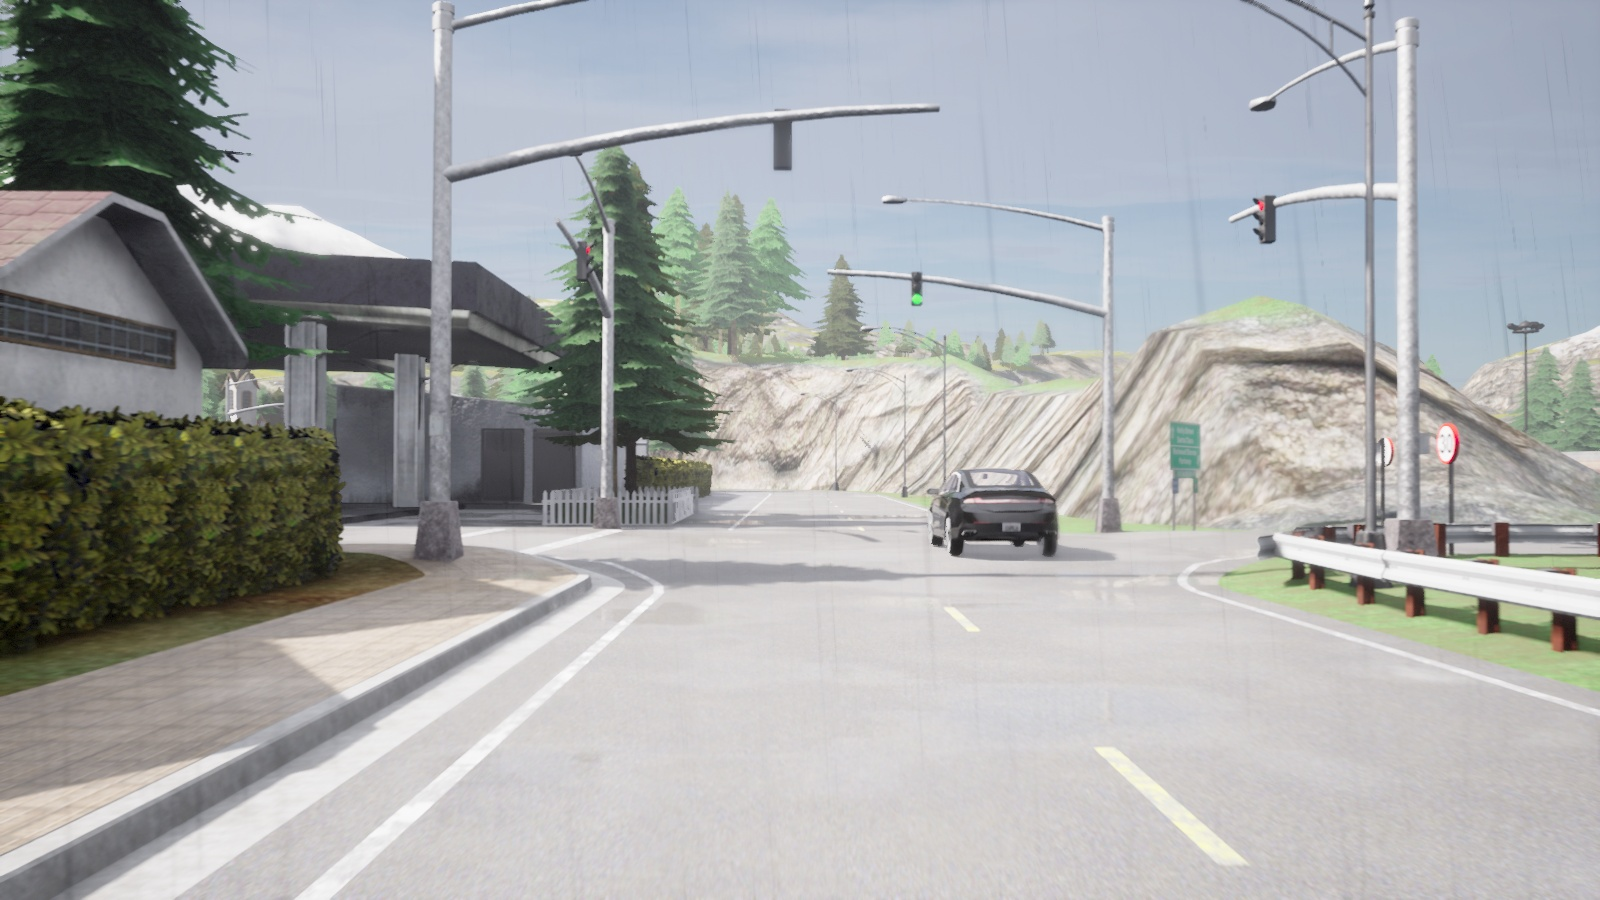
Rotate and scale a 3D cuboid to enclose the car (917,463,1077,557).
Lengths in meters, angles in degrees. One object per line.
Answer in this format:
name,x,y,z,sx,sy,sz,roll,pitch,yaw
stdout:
car,3.447,1.023,22.939,2.128,1.511,4.902,0,-1,0
